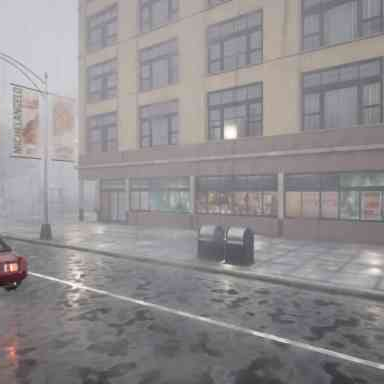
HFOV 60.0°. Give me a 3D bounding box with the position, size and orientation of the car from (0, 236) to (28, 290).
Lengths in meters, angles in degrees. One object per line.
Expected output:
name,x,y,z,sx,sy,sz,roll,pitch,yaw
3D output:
car,-5.678,1.601,8.136,1.895,1.301,4.718,0,0,-42
